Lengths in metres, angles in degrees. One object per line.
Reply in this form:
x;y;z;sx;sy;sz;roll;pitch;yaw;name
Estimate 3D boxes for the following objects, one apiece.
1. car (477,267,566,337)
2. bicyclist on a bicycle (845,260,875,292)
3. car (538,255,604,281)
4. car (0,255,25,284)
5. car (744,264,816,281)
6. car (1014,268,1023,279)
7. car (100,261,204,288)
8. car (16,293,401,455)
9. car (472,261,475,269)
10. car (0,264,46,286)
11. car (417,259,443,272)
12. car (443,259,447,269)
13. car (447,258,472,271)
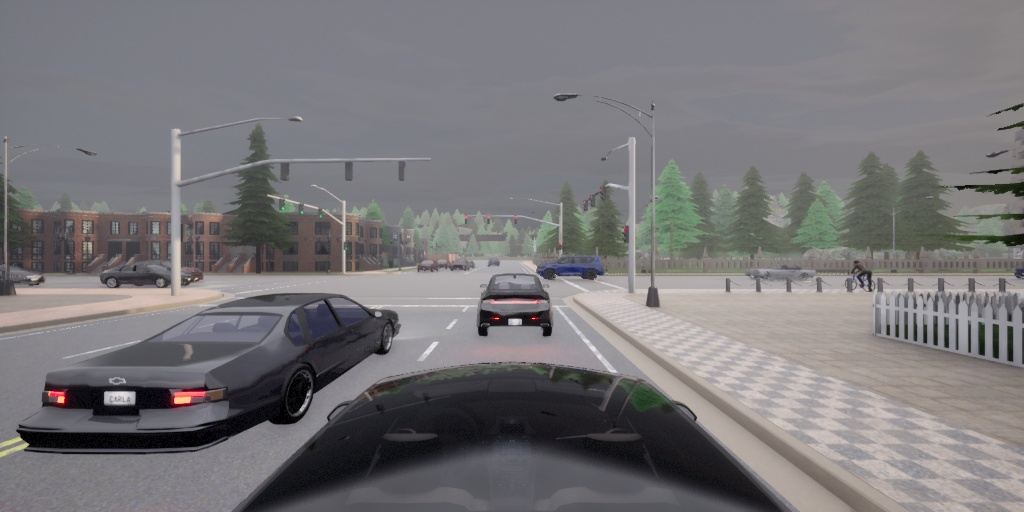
0.081;1.242;10.337;2.128;1.511;4.902;0;0;0;car
18.248;1.052;18.826;0.582;1.620;1.656;0;0;0;bicyclist on a bicycle
4.824;0.973;29.837;5.566;2.045;2.150;0;0;0;car
-39.325;0.970;25.507;5.566;2.045;2.150;0;0;-11;car
22.188;1.351;29.808;4.718;1.301;1.895;0;0;0;car
44.994;1.227;29.716;5.008;1.535;1.882;0;0;0;car
-23.190;1.255;22.950;4.892;1.490;1.837;0;0;-3;car
-3.437;1.297;5.669;2.033;1.411;5.357;0;0;0;car
-7.064;1.314;57.566;1.994;1.385;4.181;0;0;0;car
-32.868;1.241;22.693;4.902;1.511;2.128;0;0;-4;car
-10.581;1.228;45.534;1.882;1.535;5.008;0;0;0;car
-10.585;1.228;54.985;1.882;1.535;5.008;0;0;0;car
-7.065;1.102;48.928;2.097;1.767;4.553;0;0;0;car
